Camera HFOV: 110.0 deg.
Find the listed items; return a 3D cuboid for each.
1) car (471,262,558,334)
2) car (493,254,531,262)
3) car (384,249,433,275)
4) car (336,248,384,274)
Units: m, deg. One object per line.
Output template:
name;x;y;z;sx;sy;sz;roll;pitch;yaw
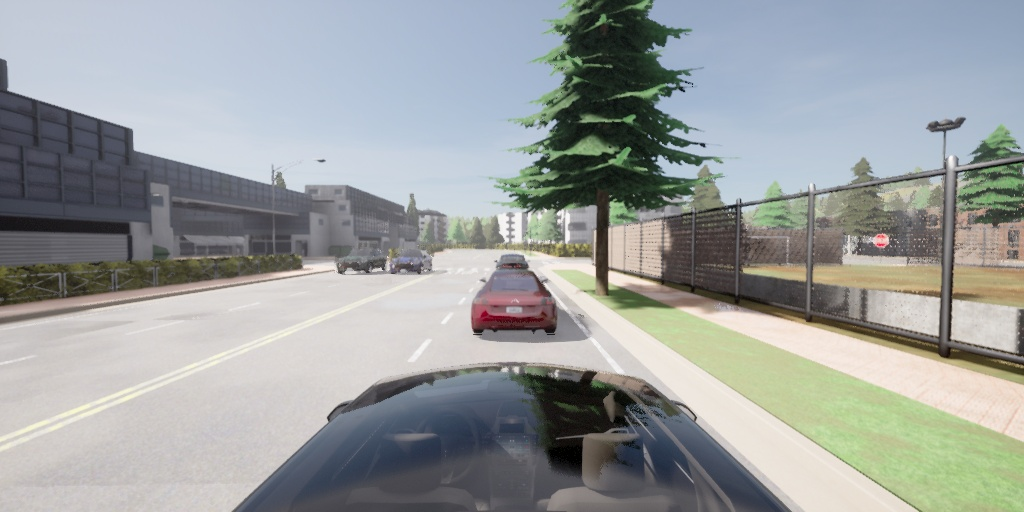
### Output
car;0.048;1.045;9.603;1.994;1.385;4.181;0;2;0
car;0.020;0.619;20.435;1.837;1.490;4.892;0;2;0
car;-7.102;0.306;25.610;2.097;1.767;4.553;0;2;0
car;-10.602;0.220;25.591;2.097;1.767;4.553;0;2;0
